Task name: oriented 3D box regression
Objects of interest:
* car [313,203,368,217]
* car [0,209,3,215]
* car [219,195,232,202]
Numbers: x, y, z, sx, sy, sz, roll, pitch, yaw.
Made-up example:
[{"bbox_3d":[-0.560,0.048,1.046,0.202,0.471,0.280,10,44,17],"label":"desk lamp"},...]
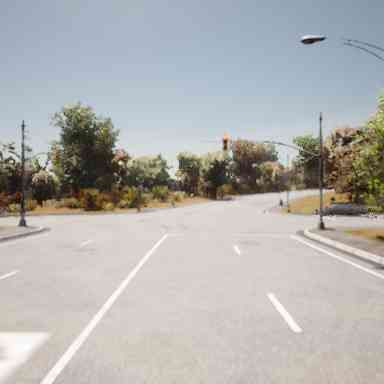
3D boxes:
[{"bbox_3d":[16.030,1.953,36.137,5.357,1.411,2.033,-1,-1,3],"label":"car"},{"bbox_3d":[-24.870,2.336,38.494,5.357,1.411,2.033,-2,-1,3],"label":"car"},{"bbox_3d":[7.589,1.388,76.136,1.812,1.442,4.674,0,2,25],"label":"car"}]
